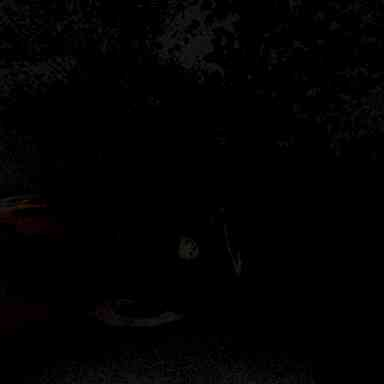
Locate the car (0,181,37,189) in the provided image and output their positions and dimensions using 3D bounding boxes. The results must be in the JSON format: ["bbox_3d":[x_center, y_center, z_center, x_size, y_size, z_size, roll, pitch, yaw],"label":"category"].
[{"bbox_3d":[-15.164,0.369,29.496,5.566,2.045,2.435,1,2,-30],"label":"car"}]

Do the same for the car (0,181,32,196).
[{"bbox_3d":[-27.742,-0.539,50.994,5.566,2.045,2.435,1,1,-30],"label":"car"}]

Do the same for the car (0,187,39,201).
[{"bbox_3d":[-20.739,0.208,39.067,4.792,1.488,2.163,1,1,-30],"label":"car"}]

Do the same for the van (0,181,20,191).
[{"bbox_3d":[-40.217,-1.338,72.712,4.442,1.987,1.878,1,1,-30],"label":"van"}]

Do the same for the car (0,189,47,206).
[{"bbox_3d":[-16.615,0.533,31.867,4.792,1.488,2.163,1,2,-30],"label":"car"}]

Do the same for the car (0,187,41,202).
[{"bbox_3d":[-19.413,0.307,36.788,4.792,1.488,2.163,1,2,-30],"label":"car"}]

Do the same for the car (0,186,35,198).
[{"bbox_3d":[-23.543,-0.014,43.838,5.008,1.535,2.097,1,1,-30],"label":"car"}]

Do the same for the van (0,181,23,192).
[{"bbox_3d":[-34.646,-0.972,63.140,4.442,1.987,1.878,1,1,-30],"label":"van"}]

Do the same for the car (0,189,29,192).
[{"bbox_3d":[-12.574,0.844,24.611,5.366,1.575,1.946,1,2,-30],"label":"car"}]

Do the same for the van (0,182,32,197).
[{"bbox_3d":[-24.833,-0.329,46.282,4.442,1.987,1.878,1,1,-30],"label":"van"}]

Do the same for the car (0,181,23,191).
[{"bbox_3d":[-38.948,-1.274,70.245,5.566,2.045,2.435,1,1,-30],"label":"car"}]

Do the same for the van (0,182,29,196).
[{"bbox_3d":[-26.427,-0.424,48.557,4.442,1.987,1.878,1,1,-30],"label":"van"}]

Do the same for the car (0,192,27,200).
[{"bbox_3d":[-8.269,1.066,17.648,4.553,1.767,2.185,1,2,-30],"label":"car"}]

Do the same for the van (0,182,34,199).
[{"bbox_3d":[-22.233,-0.146,41.370,4.442,1.987,1.878,1,2,-31],"label":"van"}]

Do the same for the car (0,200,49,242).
[{"bbox_3d":[-6.912,1.306,15.240,5.008,1.535,2.097,1,2,-30],"label":"car"}]
